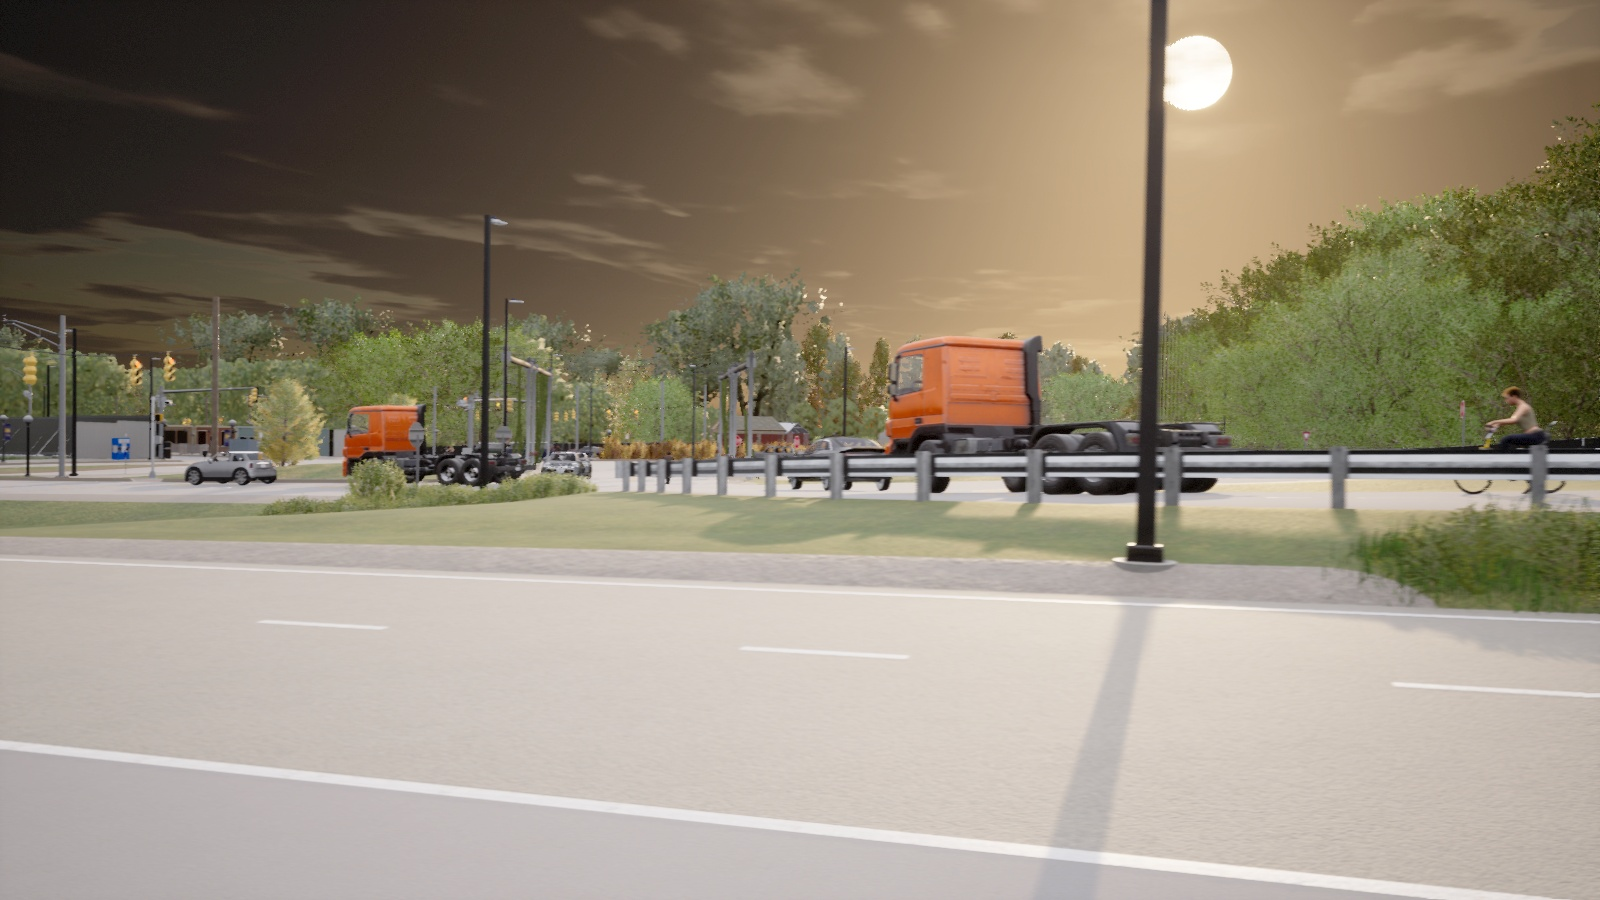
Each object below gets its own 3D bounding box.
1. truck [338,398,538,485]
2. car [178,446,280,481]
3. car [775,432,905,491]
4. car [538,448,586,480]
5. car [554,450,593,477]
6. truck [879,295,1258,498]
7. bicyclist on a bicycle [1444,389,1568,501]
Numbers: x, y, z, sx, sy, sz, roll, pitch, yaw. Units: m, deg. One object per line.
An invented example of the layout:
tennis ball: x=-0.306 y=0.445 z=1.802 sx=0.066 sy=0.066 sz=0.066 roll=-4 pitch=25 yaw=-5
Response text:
truck: x=-15.131 y=-0.359 z=52.476 sx=7.936 sy=3.462 sz=2.891 roll=0 pitch=1 yaw=22
car: x=-25.393 y=0.566 z=55.895 sx=3.806 sy=1.475 sz=1.970 roll=0 pitch=1 yaw=18
car: x=1.044 y=0.368 z=35.661 sx=2.128 sy=1.511 sz=4.902 roll=1 pitch=-2 yaw=-18
car: x=-11.731 y=0.695 z=62.029 sx=1.970 sy=1.475 sz=3.806 roll=1 pitch=-1 yaw=-6
car: x=-12.792 y=0.749 z=70.993 sx=1.970 sy=1.475 sz=3.806 roll=1 pitch=0 yaw=-8
truck: x=5.040 y=-0.806 z=25.477 sx=2.891 sy=3.462 sz=7.936 roll=1 pitch=-2 yaw=-31
bicyclist on a bicycle: x=10.588 y=-0.057 z=18.841 sx=1.509 sy=1.612 sz=0.866 roll=-1 pitch=-1 yaw=35
